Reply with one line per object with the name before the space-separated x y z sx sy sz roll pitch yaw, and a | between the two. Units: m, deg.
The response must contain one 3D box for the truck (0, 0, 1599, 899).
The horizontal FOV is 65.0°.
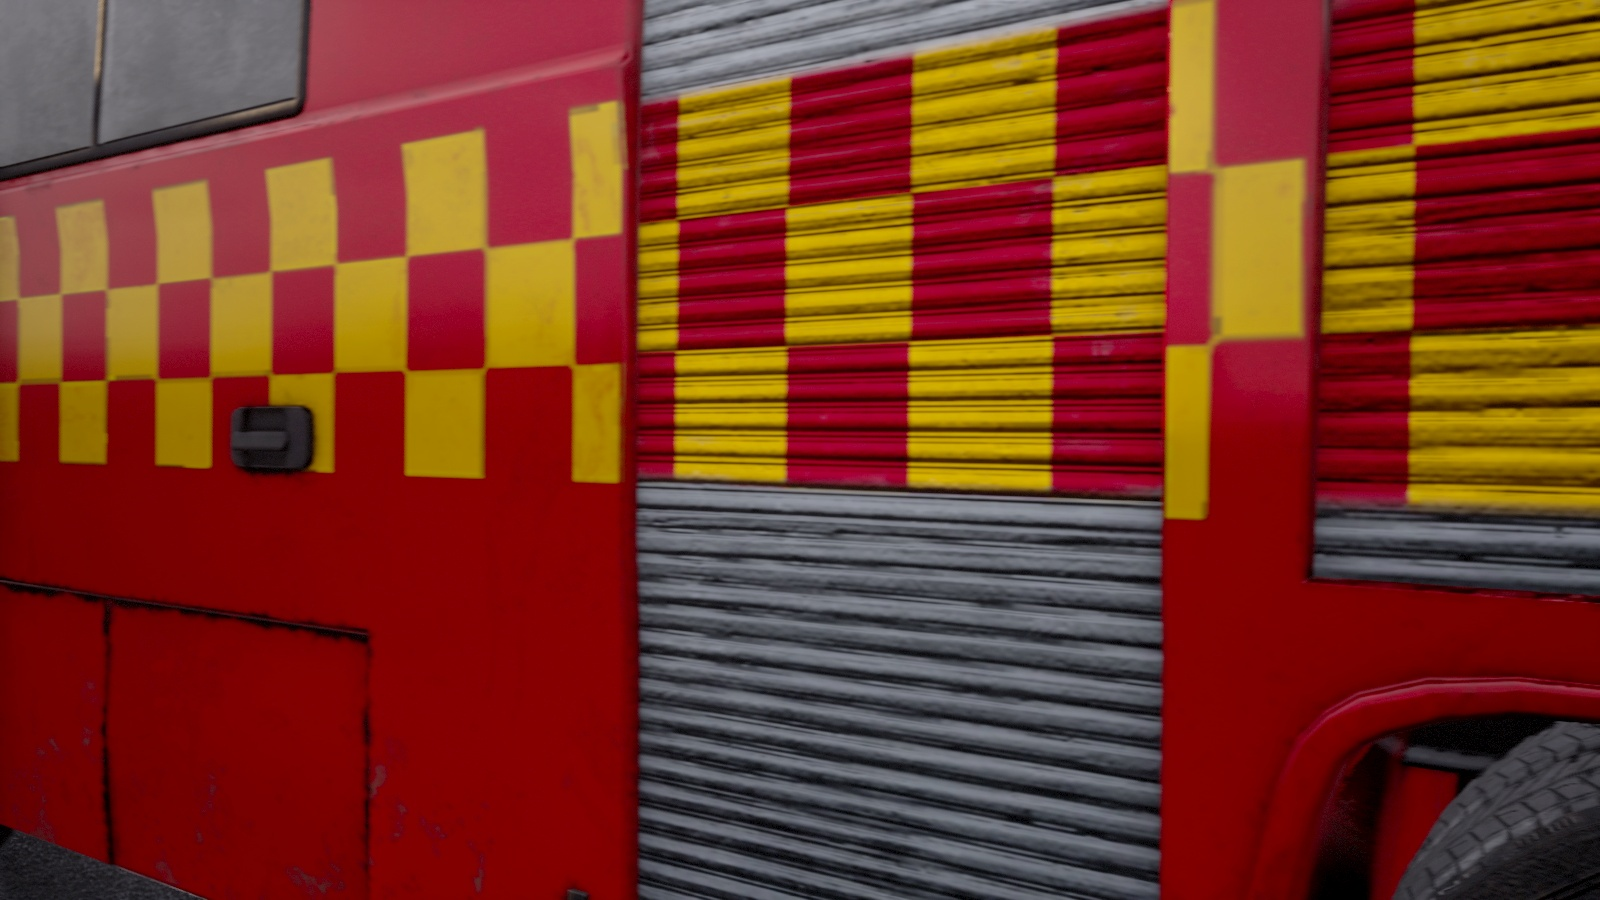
truck | -0.427 -0.478 3.884 8.468 3.827 2.891 0 1 34
